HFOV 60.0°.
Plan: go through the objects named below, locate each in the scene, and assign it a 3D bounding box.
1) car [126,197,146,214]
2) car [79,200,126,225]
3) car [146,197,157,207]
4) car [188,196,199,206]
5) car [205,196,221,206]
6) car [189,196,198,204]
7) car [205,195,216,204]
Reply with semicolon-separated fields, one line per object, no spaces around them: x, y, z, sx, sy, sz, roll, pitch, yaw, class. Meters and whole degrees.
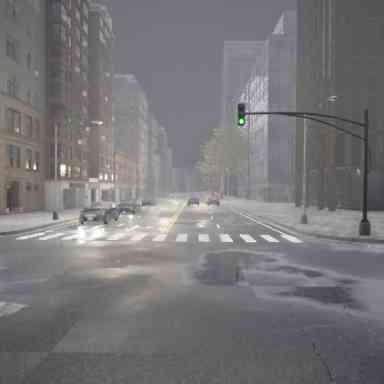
-6.434;1.488;34.194;2.033;1.411;5.357;0;0;0;car
-6.479;1.436;23.713;2.128;1.511;4.902;0;0;1;car
-6.348;1.481;49.490;2.033;1.411;5.357;0;0;1;car
0.246;1.464;53.897;2.128;1.511;4.902;0;0;0;car
3.498;1.518;54.300;1.812;1.442;4.674;0;0;0;car
0.292;1.465;64.319;1.837;1.490;4.892;0;0;0;car
3.543;1.459;64.305;1.882;1.535;5.008;0;0;0;car
